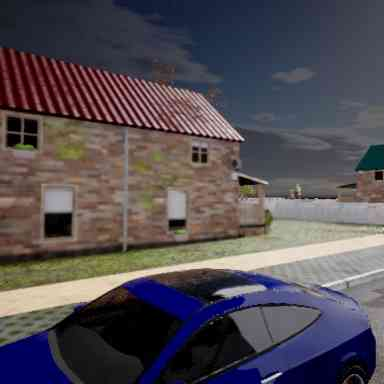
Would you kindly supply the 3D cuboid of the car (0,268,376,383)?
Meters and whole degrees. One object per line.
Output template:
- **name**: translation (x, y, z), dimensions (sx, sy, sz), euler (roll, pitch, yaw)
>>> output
- **car**: translation (-0.146, 1.527, 2.966), dimensions (4.674, 1.442, 1.812), euler (0, 0, -36)
